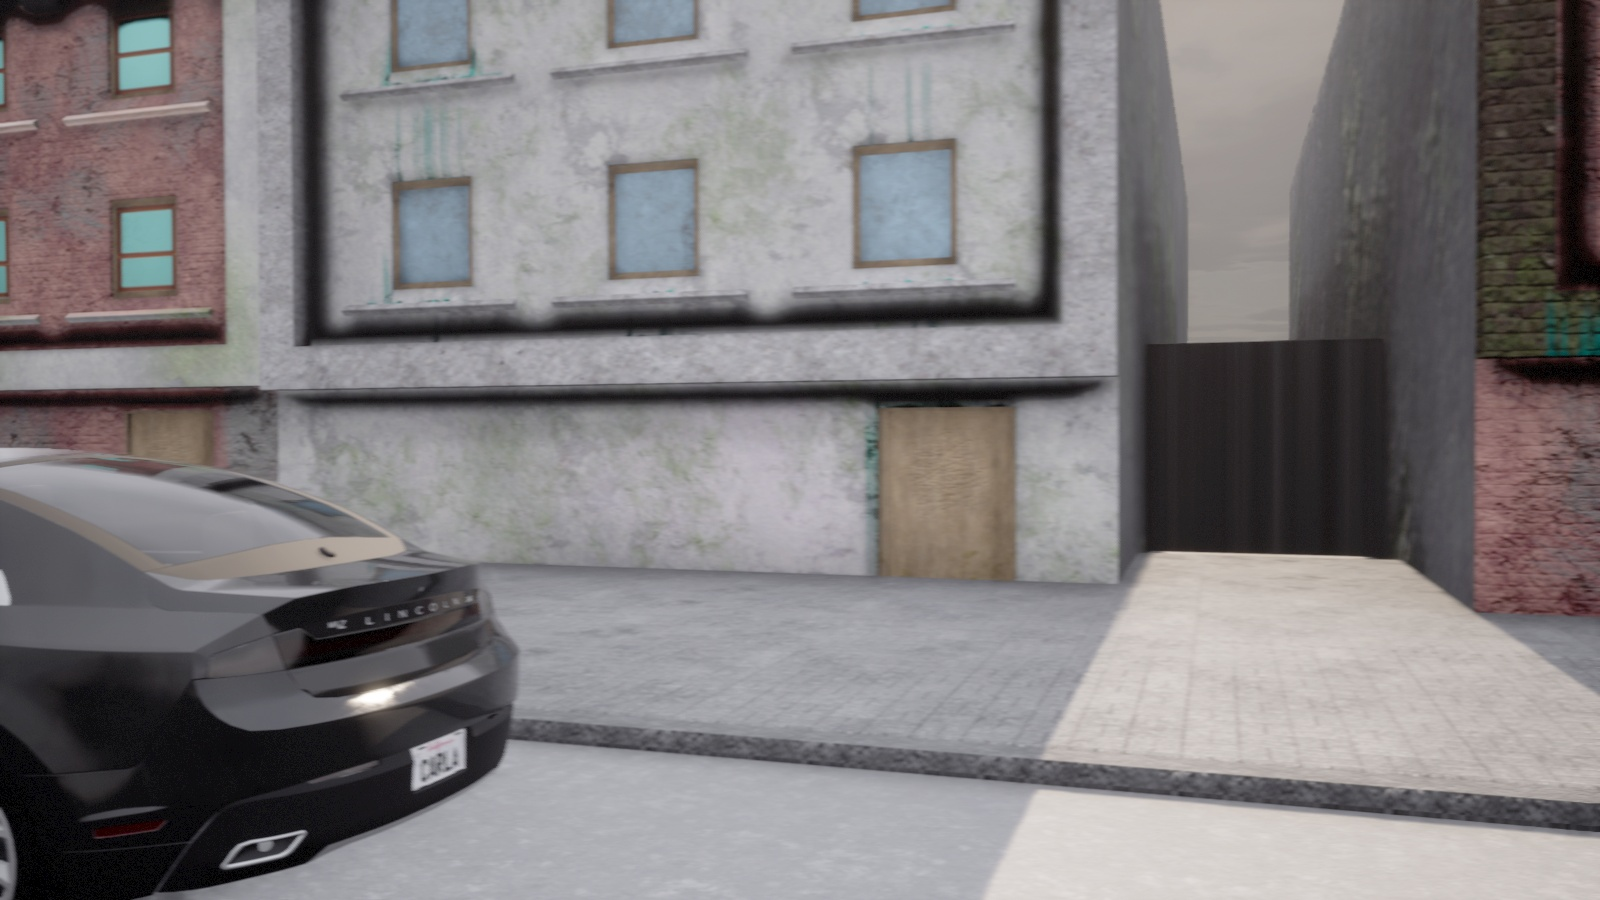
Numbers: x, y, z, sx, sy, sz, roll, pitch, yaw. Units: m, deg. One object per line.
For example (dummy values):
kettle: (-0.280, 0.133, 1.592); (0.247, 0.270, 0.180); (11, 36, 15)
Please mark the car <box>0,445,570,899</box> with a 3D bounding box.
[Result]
car: (-3.529, 0.739, 4.914); (4.892, 1.490, 1.837); (1, 1, 19)
